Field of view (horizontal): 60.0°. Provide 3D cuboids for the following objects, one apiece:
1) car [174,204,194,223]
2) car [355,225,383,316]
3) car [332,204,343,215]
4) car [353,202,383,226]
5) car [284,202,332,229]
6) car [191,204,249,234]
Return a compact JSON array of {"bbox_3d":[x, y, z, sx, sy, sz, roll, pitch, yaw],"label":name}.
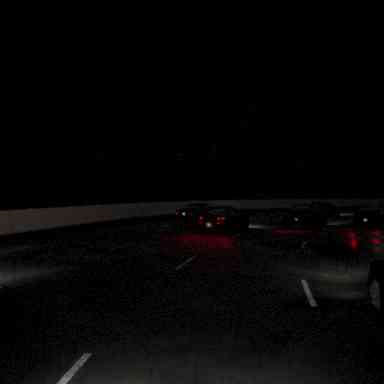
[{"bbox_3d":[0.802,1.590,25.310,2.033,1.411,5.357,0,0,33],"label":"car"},{"bbox_3d":[4.153,1.509,4.490,1.882,1.535,5.008,0,0,7],"label":"car"},{"bbox_3d":[13.247,1.675,33.675,5.357,1.411,2.033,0,0,-40],"label":"car"},{"bbox_3d":[12.697,1.634,23.372,1.812,1.442,4.674,0,0,39],"label":"car"},{"bbox_3d":[7.868,1.557,22.707,1.882,1.535,5.008,0,0,34],"label":"car"},{"bbox_3d":[1.945,1.567,19.760,1.812,1.442,4.674,0,0,27],"label":"car"}]
